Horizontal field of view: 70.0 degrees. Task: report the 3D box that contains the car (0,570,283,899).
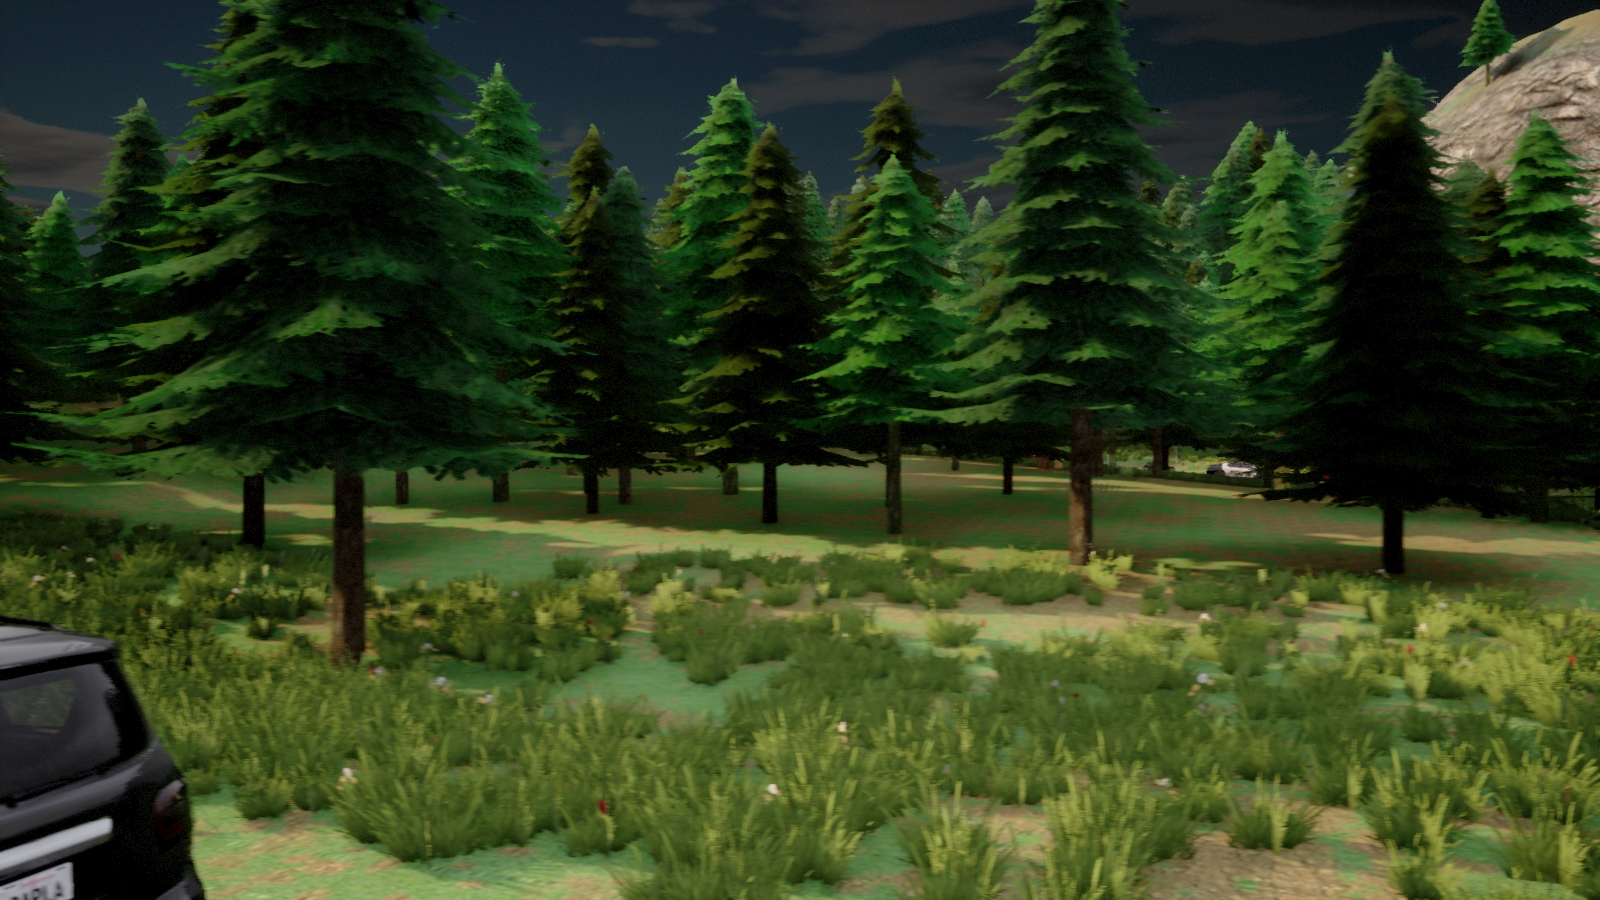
[{"bbox_3d":[-5.391,1.647,5.250,5.566,2.045,2.150,0,0,20],"label":"car"}]
